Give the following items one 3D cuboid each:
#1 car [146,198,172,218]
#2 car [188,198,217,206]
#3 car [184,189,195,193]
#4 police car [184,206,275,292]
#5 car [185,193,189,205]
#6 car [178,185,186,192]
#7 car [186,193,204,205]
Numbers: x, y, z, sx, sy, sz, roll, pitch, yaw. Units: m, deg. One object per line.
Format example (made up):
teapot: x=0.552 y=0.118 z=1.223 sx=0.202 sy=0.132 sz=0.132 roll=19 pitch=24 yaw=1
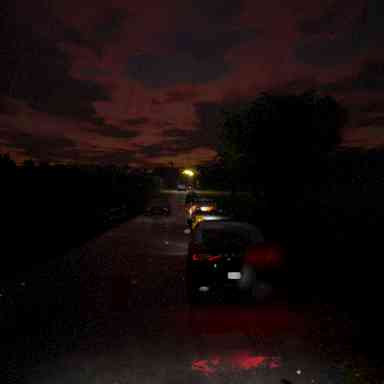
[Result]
car: x=-2.772 y=1.297 z=28.694 sx=1.882 sy=1.535 sz=5.008 roll=0 pitch=1 yaw=0
car: x=0.810 y=1.367 z=19.106 sx=1.801 sy=1.575 sz=5.366 roll=0 pitch=1 yaw=0
car: x=-0.051 y=0.573 z=65.731 sx=2.033 sy=1.411 sz=5.357 roll=0 pitch=2 yaw=0
police car: x=0.818 y=1.402 z=9.027 sx=1.930 sy=1.638 sz=5.238 roll=0 pitch=0 yaw=0
car: x=0.005 y=1.149 z=46.627 sx=1.895 sy=1.301 sz=4.718 roll=0 pitch=1 yaw=1
car: x=-2.823 y=-0.968 z=94.747 sx=2.150 sy=2.045 sz=5.566 roll=0 pitch=2 yaw=0
car: x=0.805 y=1.210 z=24.888 sx=2.097 sy=1.767 sz=4.553 roll=0 pitch=1 yaw=0
